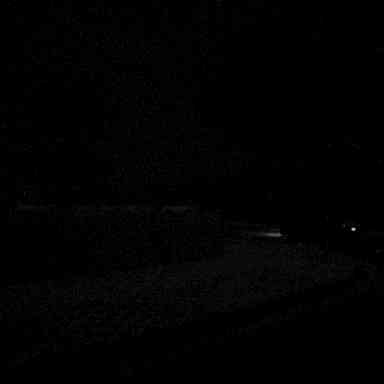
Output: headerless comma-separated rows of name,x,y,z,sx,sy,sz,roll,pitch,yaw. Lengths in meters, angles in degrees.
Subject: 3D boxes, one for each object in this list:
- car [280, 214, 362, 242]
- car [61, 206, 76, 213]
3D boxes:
car,6.840,1.858,18.012,1.994,1.385,4.181,1,-2,-33
car,-17.528,2.806,47.593,1.837,1.490,4.892,1,-2,-38
